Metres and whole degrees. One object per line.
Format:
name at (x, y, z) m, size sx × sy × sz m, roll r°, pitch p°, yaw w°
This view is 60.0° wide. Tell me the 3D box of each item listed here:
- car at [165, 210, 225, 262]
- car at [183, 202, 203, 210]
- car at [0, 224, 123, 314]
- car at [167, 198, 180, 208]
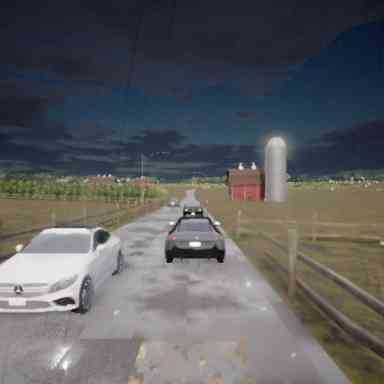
car at (0.098, 1.578, 12.238) m, size 1.994 × 1.385 × 4.181 m, roll 0°, pitch 0°, yaw 0°
car at (0.107, 1.659, 32.013) m, size 1.895 × 1.301 × 4.718 m, roll 0°, pitch 0°, yaw 0°
car at (-2.847, 1.533, 7.752) m, size 1.812 × 1.442 × 4.674 m, roll 0°, pitch 0°, yaw 0°
car at (-2.804, 1.628, 51.209) m, size 2.128 × 1.511 × 4.902 m, roll 0°, pitch -1°, yaw 0°
